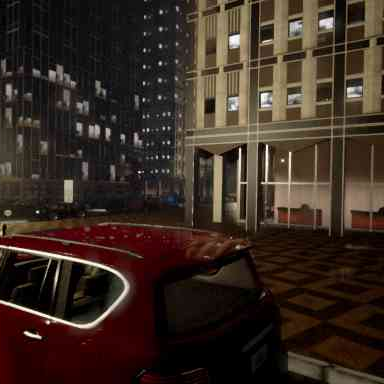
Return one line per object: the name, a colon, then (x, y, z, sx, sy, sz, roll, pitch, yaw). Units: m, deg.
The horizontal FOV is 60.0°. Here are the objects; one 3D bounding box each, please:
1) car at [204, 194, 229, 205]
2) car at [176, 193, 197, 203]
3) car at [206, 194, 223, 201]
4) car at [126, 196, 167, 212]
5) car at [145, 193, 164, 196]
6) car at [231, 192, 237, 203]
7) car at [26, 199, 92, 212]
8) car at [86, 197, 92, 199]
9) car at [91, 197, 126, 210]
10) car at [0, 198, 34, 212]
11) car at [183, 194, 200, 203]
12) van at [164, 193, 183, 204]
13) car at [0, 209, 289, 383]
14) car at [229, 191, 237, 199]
car: (3.589, 1.246, 51.380, 1.967, 1.590, 4.097, 2, 1, 30)
car: (-0.885, 1.040, 60.345, 1.967, 1.590, 4.097, 2, 1, 30)
car: (4.806, 1.079, 70.119, 1.887, 1.381, 4.507, 2, 1, 30)
car: (-4.947, 1.487, 36.733, 1.802, 1.307, 4.206, 2, 1, 30)
car: (-6.578, 1.107, 50.572, 1.967, 1.590, 4.097, 2, 1, 30)
car: (9.362, 1.264, 61.294, 1.752, 1.417, 4.829, 2, 1, 30)
car: (-10.636, 1.537, 26.967, 1.947, 1.339, 4.313, 2, 1, 30)
car: (-12.273, 1.299, 40.801, 1.947, 1.339, 4.313, 2, 1, 30)
car: (-9.599, 1.345, 40.254, 1.994, 1.385, 4.181, 1, 1, 30)
car: (-15.615, 1.356, 29.932, 1.837, 1.490, 4.892, 1, 1, 30)
car: (-0.296, 1.200, 56.111, 1.812, 1.442, 4.674, 1, 1, 31)
van: (-3.730, 0.975, 55.457, 1.690, 1.788, 3.998, 2, 1, 30)
car: (-1.434, 1.314, 3.875, 5.009, 1.841, 2.192, 0, 1, 36)
car: (10.503, 0.783, 79.888, 2.192, 1.841, 5.009, 2, 1, 30)
